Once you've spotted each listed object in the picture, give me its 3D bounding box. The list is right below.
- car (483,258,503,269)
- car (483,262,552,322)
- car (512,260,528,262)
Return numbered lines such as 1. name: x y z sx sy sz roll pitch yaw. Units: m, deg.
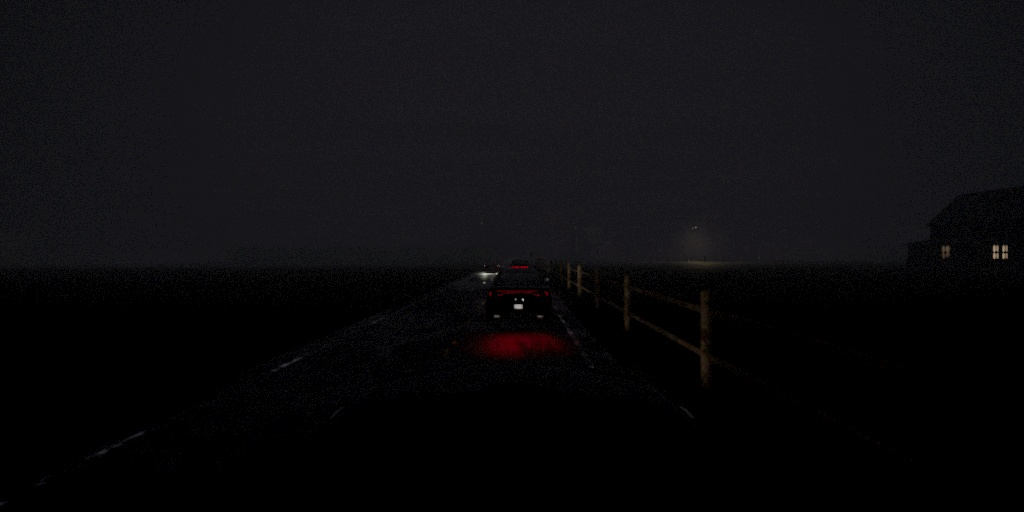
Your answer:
1. car: -2.045 0.954 39.295 1.882 1.535 5.008 0 0 1
2. car: 0.245 1.149 11.941 1.882 1.535 5.008 0 1 2
3. car: 0.692 1.040 30.840 1.837 1.490 4.892 0 0 1
